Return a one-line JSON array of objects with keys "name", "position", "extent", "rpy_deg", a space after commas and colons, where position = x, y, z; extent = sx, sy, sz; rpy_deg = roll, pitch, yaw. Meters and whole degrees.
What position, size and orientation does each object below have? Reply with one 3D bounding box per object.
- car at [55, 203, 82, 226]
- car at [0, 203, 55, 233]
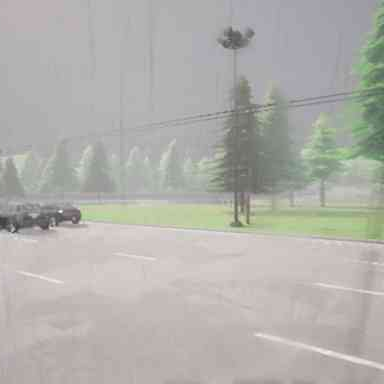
[{"name": "car", "position": [-10.001, 1.587, 24.025], "extent": [4.892, 1.490, 1.837], "rpy_deg": [-1, 0, 36]}, {"name": "car", "position": [-10.740, 1.429, 20.251], "extent": [4.553, 1.767, 2.097], "rpy_deg": [0, 0, 36]}]
